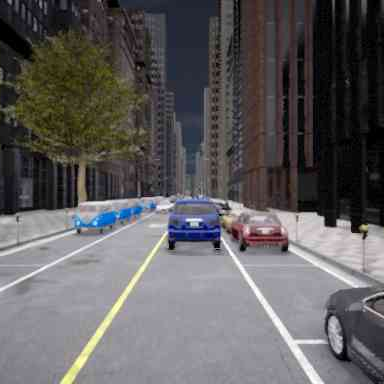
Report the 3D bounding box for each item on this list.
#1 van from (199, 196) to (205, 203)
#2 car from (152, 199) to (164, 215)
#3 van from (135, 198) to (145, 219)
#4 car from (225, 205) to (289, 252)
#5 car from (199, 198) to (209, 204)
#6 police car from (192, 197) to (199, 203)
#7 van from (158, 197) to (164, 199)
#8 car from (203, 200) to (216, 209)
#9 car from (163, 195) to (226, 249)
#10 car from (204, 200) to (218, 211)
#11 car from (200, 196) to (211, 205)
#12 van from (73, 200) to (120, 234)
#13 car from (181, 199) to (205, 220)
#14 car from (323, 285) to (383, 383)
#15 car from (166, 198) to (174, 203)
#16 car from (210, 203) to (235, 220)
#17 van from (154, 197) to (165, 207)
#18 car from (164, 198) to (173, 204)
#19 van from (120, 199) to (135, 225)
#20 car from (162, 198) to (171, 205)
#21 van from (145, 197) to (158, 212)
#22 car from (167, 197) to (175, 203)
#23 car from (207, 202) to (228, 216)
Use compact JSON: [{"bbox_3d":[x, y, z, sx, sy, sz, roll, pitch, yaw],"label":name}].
[{"bbox_3d":[2.768,2.037,93.122,1.690,1.788,3.998,0,0,0],"label":"van"},{"bbox_3d":[-3.094,1.796,37.948,1.812,1.442,4.674,0,0,0],"label":"car"},{"bbox_3d":[-5.760,1.563,31.311,1.690,1.788,3.998,0,0,0],"label":"van"},{"bbox_3d":[2.764,1.542,14.461,1.967,1.590,4.097,0,0,0],"label":"car"},{"bbox_3d":[2.767,2.111,76.265,2.008,1.369,4.403,0,0,0],"label":"car"},{"bbox_3d":[0.905,2.063,85.980,1.930,1.638,5.238,0,0,0],"label":"police car"},{"bbox_3d":[-5.759,1.729,53.784,1.690,1.788,3.998,0,0,0],"label":"van"},{"bbox_3d":[2.766,1.954,53.790,1.947,1.339,4.313,0,0,0],"label":"car"},{"bbox_3d":[0.095,1.329,15.208,2.150,2.045,5.566,0,0,0],"label":"car"},{"bbox_3d":[2.766,1.872,48.342,1.752,1.417,4.829,0,0,0],"label":"car"},{"bbox_3d":[2.767,1.831,70.649,2.192,1.841,5.009,0,0,0],"label":"car"},{"bbox_3d":[-5.761,1.482,20.075,1.690,1.788,3.998,0,0,0],"label":"van"},{"bbox_3d":[0.093,1.574,31.301,2.097,1.767,4.553,0,0,0],"label":"car"},{"bbox_3d":[2.763,1.574,3.223,2.008,1.369,4.403,0,0,0],"label":"car"},{"bbox_3d":[-5.758,2.195,87.492,1.887,1.381,4.507,0,0,0],"label":"car"},{"bbox_3d":[2.765,1.788,31.316,1.947,1.339,4.313,0,0,0],"label":"car"},{"bbox_3d":[-5.759,1.771,59.403,1.690,1.788,3.998,0,0,0],"label":"van"},{"bbox_3d":[-5.758,2.156,81.879,2.008,1.369,4.403,0,0,0],"label":"car"},{"bbox_3d":[-5.760,1.522,25.693,1.690,1.788,3.998,0,0,0],"label":"van"},{"bbox_3d":[-5.758,2.084,76.085,1.752,1.417,4.829,0,0,0],"label":"car"},{"bbox_3d":[-5.760,1.645,42.548,1.690,1.788,3.998,0,0,0],"label":"van"},{"bbox_3d":[-5.757,2.240,93.110,1.887,1.381,4.507,0,0,0],"label":"car"},{"bbox_3d":[2.765,1.829,36.934,1.947,1.339,4.313,0,0,0],"label":"car"}]
